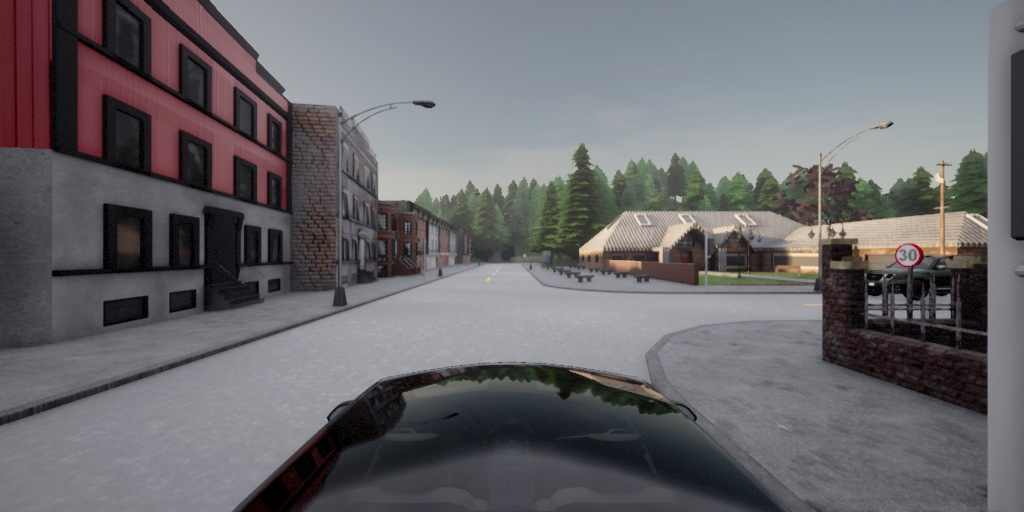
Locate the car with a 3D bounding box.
[{"bbox_3d":[19.614,0.968,16.823,5.566,2.045,2.150,0,0,0],"label":"car"}]
